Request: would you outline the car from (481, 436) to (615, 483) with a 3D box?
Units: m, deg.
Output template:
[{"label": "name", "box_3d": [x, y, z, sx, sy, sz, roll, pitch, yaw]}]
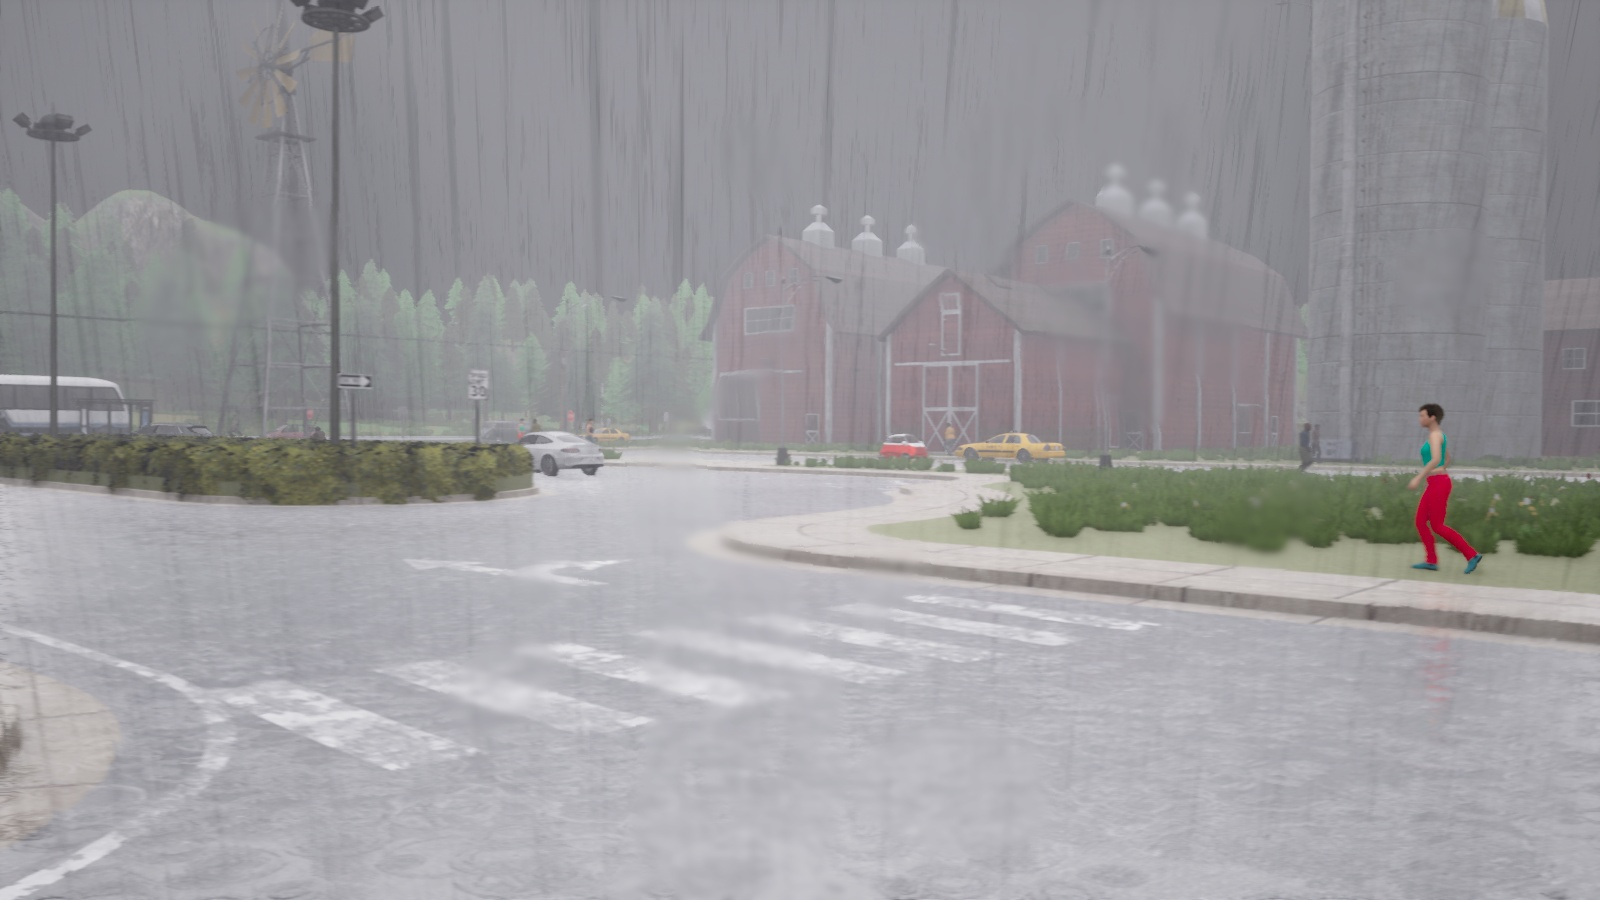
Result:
[{"label": "car", "box_3d": [-8.392, 0.290, 41.549, 4.674, 1.442, 1.812, 0, 1, 40]}]

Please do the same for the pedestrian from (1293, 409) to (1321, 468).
[{"label": "pedestrian", "box_3d": [16.001, -0.374, 39.605, 0.726, 1.835, 0.370, 0, 1, 39]}]

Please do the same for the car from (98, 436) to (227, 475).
[{"label": "car", "box_3d": [-27.928, 0.215, 55.071, 4.856, 1.649, 2.033, 0, 1, 12]}]

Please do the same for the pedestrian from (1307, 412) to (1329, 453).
[{"label": "pedestrian", "box_3d": [23.096, -0.767, 55.984, 0.328, 1.805, 0.869, -1, 1, -32]}]

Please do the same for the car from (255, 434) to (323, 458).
[{"label": "car", "box_3d": [-35.373, -0.290, 86.958, 3.988, 1.617, 1.851, -2, 1, -40]}]

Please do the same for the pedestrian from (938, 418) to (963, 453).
[{"label": "pedestrian", "box_3d": [8.040, -0.760, 67.082, 0.874, 1.855, 0.900, -2, 1, -38]}]

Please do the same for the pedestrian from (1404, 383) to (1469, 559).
[{"label": "pedestrian", "box_3d": [6.808, 0.217, 13.430, 0.594, 1.836, 0.345, 0, 1, 30]}]

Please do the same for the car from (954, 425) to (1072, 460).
[{"label": "car", "box_3d": [10.125, -0.376, 59.887, 5.366, 1.575, 1.801, 0, 1, 40]}]

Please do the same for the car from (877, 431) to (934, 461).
[{"label": "car", "box_3d": [5.002, -0.186, 59.606, 2.207, 1.376, 1.481, 0, 1, 40]}]

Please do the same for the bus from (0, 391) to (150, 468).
[{"label": "bus", "box_3d": [-43.631, -1.189, 72.212, 3.944, 4.253, 10.273, 0, 1, 41]}]
